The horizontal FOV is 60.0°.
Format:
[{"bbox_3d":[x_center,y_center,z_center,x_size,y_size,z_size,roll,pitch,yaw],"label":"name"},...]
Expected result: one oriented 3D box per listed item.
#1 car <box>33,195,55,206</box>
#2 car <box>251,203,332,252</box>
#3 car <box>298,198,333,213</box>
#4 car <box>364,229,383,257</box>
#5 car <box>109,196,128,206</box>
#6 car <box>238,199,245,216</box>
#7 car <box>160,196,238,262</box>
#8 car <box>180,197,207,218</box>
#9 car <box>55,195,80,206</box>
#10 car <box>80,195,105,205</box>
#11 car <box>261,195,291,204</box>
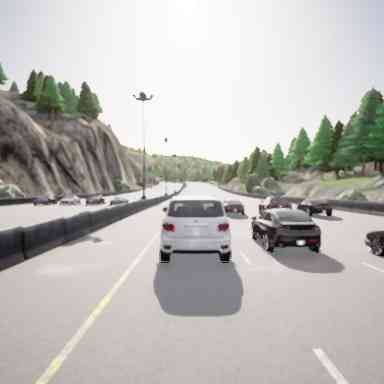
[{"bbox_3d":[-21.060,1.182,47.837,1.812,1.442,4.674,0,0,0],"label":"car"},{"bbox_3d":[3.601,1.408,13.416,1.837,1.490,4.892,0,0,0],"label":"car"},{"bbox_3d":[10.604,1.297,29.075,1.837,1.490,4.892,0,0,0],"label":"car"},{"bbox_3d":[7.101,1.479,9.503,2.033,1.411,5.357,0,0,0],"label":"car"},{"bbox_3d":[-10.570,1.255,48.226,1.895,1.301,4.718,0,0,0],"label":"car"},{"bbox_3d":[3.605,1.311,29.962,1.812,1.442,4.674,0,0,0],"label":"car"},{"bbox_3d":[0.093,1.135,11.924,2.150,2.045,5.566,0,0,0],"label":"car"},{"bbox_3d":[0.104,1.284,28.988,2.128,1.511,4.902,0,0,0],"label":"car"},{"bbox_3d":[-17.565,1.180,48.121,1.812,1.442,4.674,0,0,0],"label":"car"},{"bbox_3d":[-14.065,1.143,48.592,2.128,1.511,4.902,0,0,0],"label":"car"},{"bbox_3d":[7.104,1.147,28.715,2.097,1.767,4.553,0,0,0],"label":"car"}]
